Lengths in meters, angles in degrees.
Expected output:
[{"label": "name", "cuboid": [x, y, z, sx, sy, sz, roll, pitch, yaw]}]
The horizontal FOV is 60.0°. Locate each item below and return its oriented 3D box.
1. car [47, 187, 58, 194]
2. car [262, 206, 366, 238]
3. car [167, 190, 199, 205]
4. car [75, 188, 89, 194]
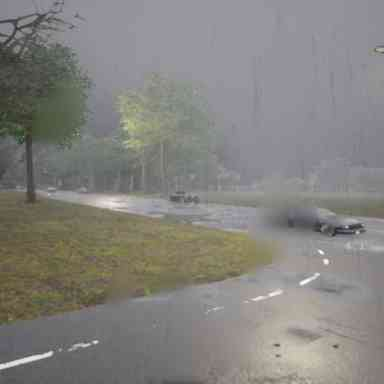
[{"label": "car", "cuboid": [-32.533, -0.472, 77.401, 1.882, 1.535, 5.008, -1, 2, -29]}, {"label": "car", "cuboid": [6.263, 1.452, 17.802, 2.033, 1.411, 5.357, -1, 2, -35]}, {"label": "car", "cuboid": [-1.147, 0.547, 40.358, 2.097, 1.767, 4.553, -1, 2, -35]}, {"label": "car", "cuboid": [-23.972, -0.256, 72.557, 1.994, 1.385, 4.181, -1, 2, -35]}]
